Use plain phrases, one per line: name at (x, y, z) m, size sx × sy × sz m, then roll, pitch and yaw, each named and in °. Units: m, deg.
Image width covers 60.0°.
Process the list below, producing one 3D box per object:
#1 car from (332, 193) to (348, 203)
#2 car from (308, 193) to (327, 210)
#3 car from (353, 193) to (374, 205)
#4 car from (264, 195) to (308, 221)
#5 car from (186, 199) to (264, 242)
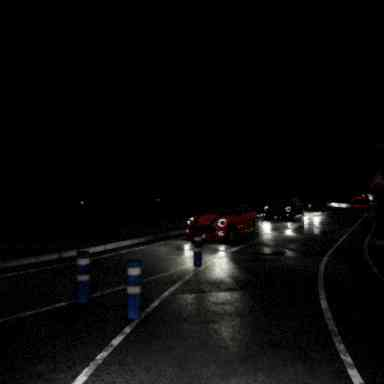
car at (22.926, 0.889, 51.329) m, size 2.128 × 1.511 × 4.902 m, roll 0°, pitch 1°, yaw 31°
car at (12.844, 0.928, 34.812) m, size 2.128 × 1.511 × 4.902 m, roll 0°, pitch 4°, yaw 31°
car at (23.345, 0.957, 45.744) m, size 2.128 × 1.511 × 4.902 m, roll 0°, pitch 1°, yaw 31°
car at (6.975, 1.155, 25.073) m, size 2.097 × 1.767 × 4.553 m, roll 0°, pitch 1°, yaw 31°
car at (1.577, 1.276, 16.097) m, size 2.097 × 1.767 × 4.553 m, roll 0°, pitch 1°, yaw 31°
